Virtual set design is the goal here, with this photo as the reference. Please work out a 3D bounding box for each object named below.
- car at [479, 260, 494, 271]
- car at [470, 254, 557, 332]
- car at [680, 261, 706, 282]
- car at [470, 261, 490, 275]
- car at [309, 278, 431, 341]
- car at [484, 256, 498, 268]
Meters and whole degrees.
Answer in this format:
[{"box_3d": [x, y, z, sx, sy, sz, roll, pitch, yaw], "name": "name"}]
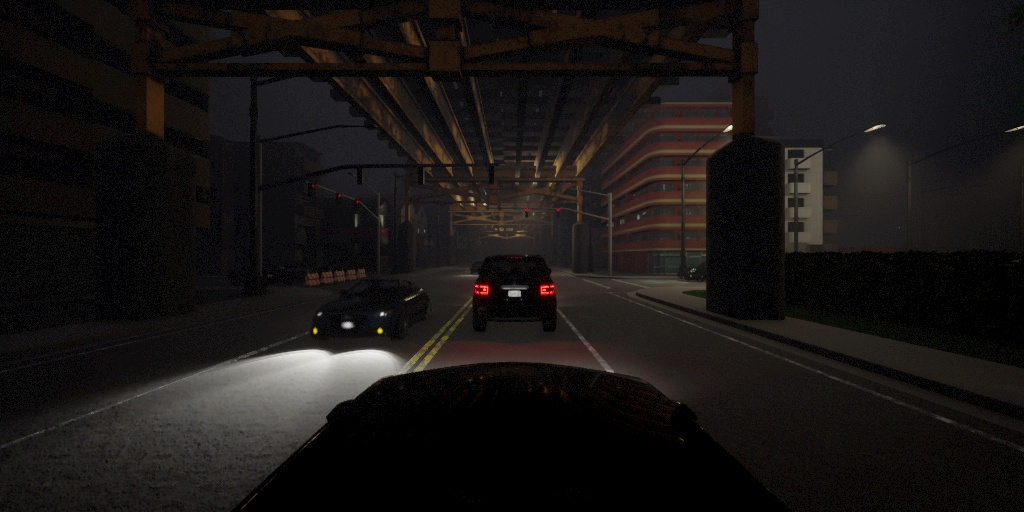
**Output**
[{"box_3d": [-3.556, 1.276, 50.779, 1.812, 1.442, 4.674, 0, 0, 0], "name": "car"}, {"box_3d": [0.076, 0.971, 11.054, 2.150, 2.045, 5.566, 0, 0, 0], "name": "car"}, {"box_3d": [15.676, 1.102, 28.078, 4.553, 1.767, 2.097, 0, 0, 0], "name": "car"}, {"box_3d": [-3.569, 1.276, 40.690, 1.812, 1.442, 4.674, 0, 0, 0], "name": "car"}, {"box_3d": [-3.567, 1.314, 9.780, 1.994, 1.385, 4.181, 0, 0, 0], "name": "car"}, {"box_3d": [-3.533, 0.955, 61.522, 2.150, 2.045, 5.566, 0, 0, 0], "name": "car"}]
